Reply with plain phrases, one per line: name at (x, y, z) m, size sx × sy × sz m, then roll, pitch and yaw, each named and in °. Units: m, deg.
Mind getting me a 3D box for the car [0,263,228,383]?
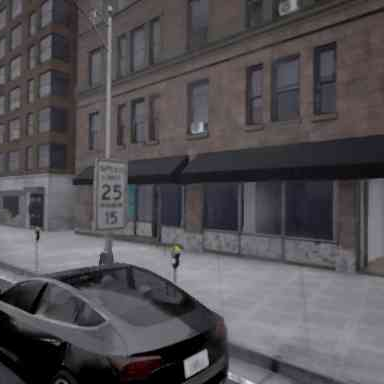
car at (-1.514, 1.658, 4.497) m, size 4.313 × 1.339 × 1.947 m, roll -1°, pitch -1°, yaw 42°
